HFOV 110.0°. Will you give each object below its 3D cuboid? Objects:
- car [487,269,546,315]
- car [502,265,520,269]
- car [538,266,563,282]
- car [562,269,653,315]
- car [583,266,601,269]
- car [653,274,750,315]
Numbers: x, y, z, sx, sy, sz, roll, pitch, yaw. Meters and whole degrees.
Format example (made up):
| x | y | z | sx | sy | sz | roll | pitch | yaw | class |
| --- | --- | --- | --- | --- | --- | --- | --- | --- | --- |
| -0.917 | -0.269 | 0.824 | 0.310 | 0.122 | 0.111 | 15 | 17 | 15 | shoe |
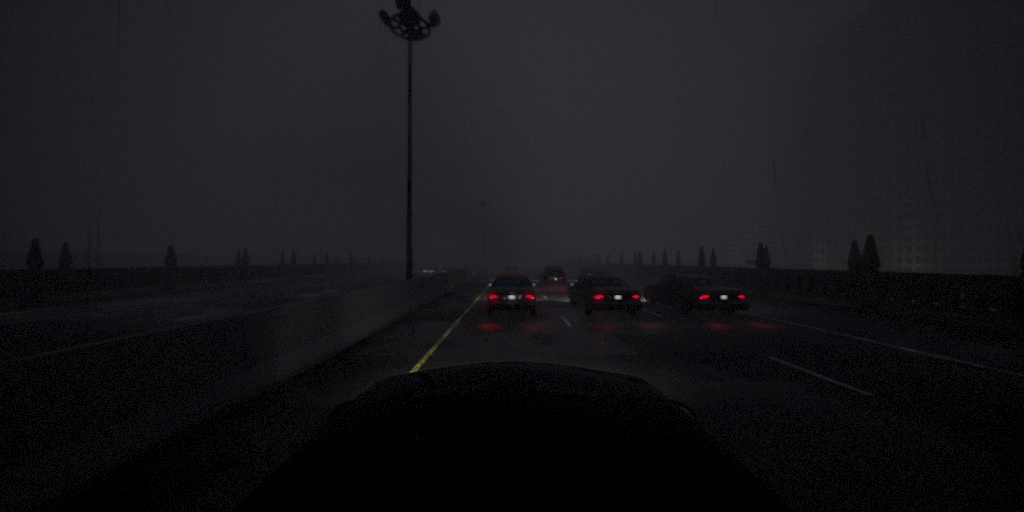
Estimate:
| x | y | z | sx | sy | sz | roll | pitch | yaw | class |
| --- | --- | --- | --- | --- | --- | --- | --- | --- | --- |
| 0.005 | 1.435 | 14.340 | 2.033 | 1.411 | 5.357 | 0 | -1 | 0 | car |
| -0.099 | 1.547 | 31.154 | 1.882 | 1.535 | 5.008 | 0 | 0 | -1 | car |
| 3.410 | 1.569 | 30.472 | 1.837 | 1.490 | 4.892 | 0 | 0 | -1 | car |
| 3.505 | 1.435 | 14.340 | 2.033 | 1.411 | 5.357 | 0 | -1 | 0 | car |
| 6.905 | 1.592 | 30.908 | 1.812 | 1.442 | 4.674 | 0 | 0 | -1 | car |
| 7.005 | 1.435 | 14.347 | 2.033 | 1.411 | 5.357 | 0 | -1 | 0 | car |
